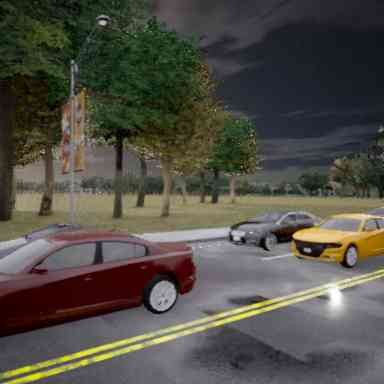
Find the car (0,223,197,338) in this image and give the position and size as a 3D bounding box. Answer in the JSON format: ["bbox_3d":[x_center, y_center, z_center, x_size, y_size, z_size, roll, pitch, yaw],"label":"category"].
[{"bbox_3d":[-2.237,1.484,6.077,5.008,1.535,1.882,0,0,-35],"label":"car"}]

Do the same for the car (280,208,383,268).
[{"bbox_3d":[5.580,1.523,11.643,5.008,1.535,1.882,0,0,-35],"label":"car"}]

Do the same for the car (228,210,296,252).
[{"bbox_3d":[3.733,1.538,14.314,4.902,1.511,2.128,0,0,-35],"label":"car"}]
